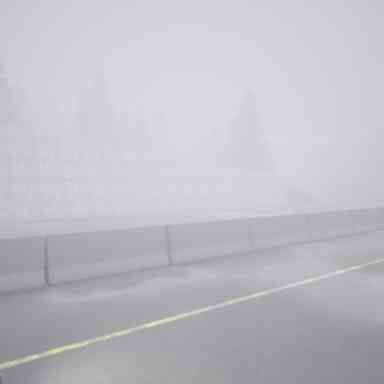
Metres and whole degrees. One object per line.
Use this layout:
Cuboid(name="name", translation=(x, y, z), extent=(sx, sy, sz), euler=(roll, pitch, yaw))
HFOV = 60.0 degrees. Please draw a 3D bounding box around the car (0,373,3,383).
Cuboid(name="car", translation=(-3.397, 1.559, 1.324), extent=(4.674, 1.442, 1.812), euler=(-1, 1, -35))
